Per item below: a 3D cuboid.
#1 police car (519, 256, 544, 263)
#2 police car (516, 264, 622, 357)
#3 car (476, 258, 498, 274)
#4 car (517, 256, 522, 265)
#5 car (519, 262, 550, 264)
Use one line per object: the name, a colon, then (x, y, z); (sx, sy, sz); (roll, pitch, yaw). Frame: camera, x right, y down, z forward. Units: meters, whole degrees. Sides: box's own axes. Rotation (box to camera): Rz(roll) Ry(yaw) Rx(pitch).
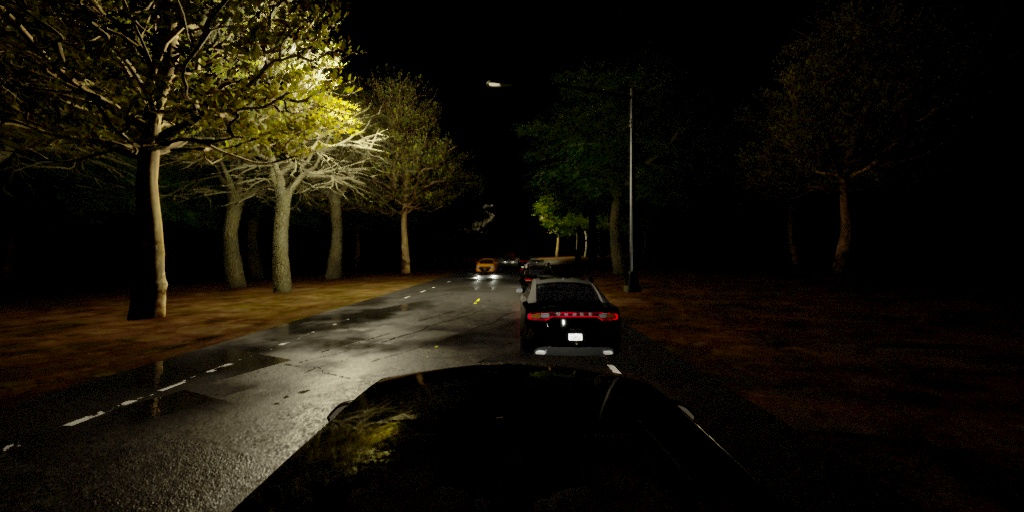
police car: (1.658, 1.058, 24.585); (1.930, 1.638, 5.238); (0, 1, 3)
police car: (1.123, 1.166, 8.670); (1.930, 1.638, 5.238); (0, 0, 1)
car: (-2.474, 0.980, 36.383); (1.882, 1.535, 5.008); (0, 1, 3)
car: (1.802, 0.836, 50.144); (1.837, 1.490, 4.892); (0, 1, 2)
car: (1.399, 1.215, 18.498); (1.812, 1.442, 4.674); (0, 0, 2)
